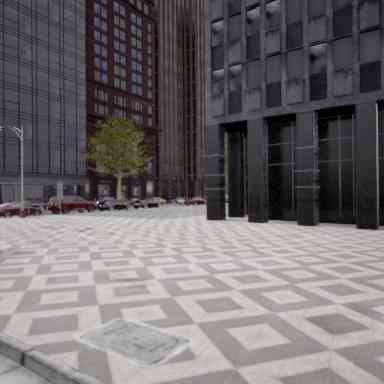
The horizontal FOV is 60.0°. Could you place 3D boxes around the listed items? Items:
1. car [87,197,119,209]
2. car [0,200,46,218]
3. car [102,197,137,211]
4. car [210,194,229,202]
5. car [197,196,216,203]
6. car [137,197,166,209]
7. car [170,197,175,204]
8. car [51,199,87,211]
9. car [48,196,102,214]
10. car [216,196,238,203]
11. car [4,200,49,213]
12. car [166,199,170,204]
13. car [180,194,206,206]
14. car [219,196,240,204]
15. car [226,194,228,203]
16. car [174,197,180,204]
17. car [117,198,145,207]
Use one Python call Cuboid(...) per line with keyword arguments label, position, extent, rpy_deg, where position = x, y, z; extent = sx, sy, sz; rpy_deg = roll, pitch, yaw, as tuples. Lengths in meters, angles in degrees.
Cuboid(label="car", position=(-12.796, 1.486, 48.071), extent=(1.967, 1.590, 4.097), rpy_deg=(-1, 0, 35))
Cuboid(label="car", position=(-15.366, 1.578, 29.300), extent=(1.802, 1.307, 4.206), rpy_deg=(-1, 0, 35))
Cuboid(label="car", position=(-8.972, 1.526, 38.590), extent=(1.947, 1.339, 4.313), rpy_deg=(-1, 0, 35))
Cuboid(label="car", position=(6.388, 1.299, 75.945), extent=(2.192, 1.841, 5.009), rpy_deg=(-1, 0, 35))
Cuboid(label="car", position=(3.193, 1.537, 71.299), extent=(1.887, 1.381, 4.507), rpy_deg=(-1, 0, 35))
Cuboid(label="car", position=(-5.776, 1.510, 43.234), extent=(1.947, 1.339, 4.313), rpy_deg=(-1, 0, 35))
Cuboid(label="car", position=(-3.202, 1.576, 62.008), extent=(1.947, 1.339, 4.313), rpy_deg=(-1, 0, 35))
Cuboid(label="car", position=(-15.992, 1.644, 43.426), extent=(1.802, 1.307, 4.206), rpy_deg=(-1, 0, 35))
Cuboid(label="car", position=(-12.171, 1.292, 33.946), extent=(2.192, 1.841, 5.009), rpy_deg=(-1, 0, 35))
Cuboid(label="car", position=(7.130, 1.472, 66.519), extent=(2.033, 1.411, 5.357), rpy_deg=(-1, 0, 35))
Cuboid(label="car", position=(-19.189, 1.644, 38.781), extent=(1.947, 1.339, 4.313), rpy_deg=(-1, 0, 35))
Cuboid(label="car", position=(-6.497, 1.547, 57.222), extent=(1.752, 1.417, 4.829), rpy_deg=(-1, 0, 35))
Cuboid(label="car", position=(0.618, 1.464, 52.524), extent=(1.887, 1.381, 4.507), rpy_deg=(-1, 0, 35))
Cuboid(label="car", position=(7.012, 1.466, 61.813), extent=(1.947, 1.339, 4.313), rpy_deg=(-1, 0, 35))
Cuboid(label="car", position=(3.813, 1.224, 57.170), extent=(2.192, 1.841, 5.009), rpy_deg=(-1, 0, 35))
Cuboid(label="car", position=(-0.358, 1.547, 55.628), extent=(1.895, 1.301, 4.718), rpy_deg=(-1, 0, 34))
Cuboid(label="car", position=(-9.597, 1.615, 52.717), extent=(1.802, 1.307, 4.206), rpy_deg=(-1, 0, 35))
